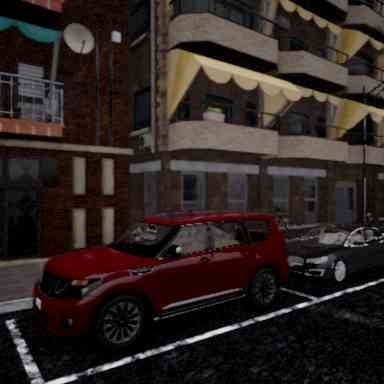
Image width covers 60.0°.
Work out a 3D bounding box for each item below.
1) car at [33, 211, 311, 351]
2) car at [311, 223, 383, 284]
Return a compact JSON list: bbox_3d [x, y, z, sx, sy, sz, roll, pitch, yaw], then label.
[{"bbox_3d":[-0.228,1.342,6.410,5.009,1.841,2.192,0,-1,-36],"label":"car"},{"bbox_3d":[4.264,1.605,9.629,4.403,1.369,2.008,0,-1,-36],"label":"car"}]
